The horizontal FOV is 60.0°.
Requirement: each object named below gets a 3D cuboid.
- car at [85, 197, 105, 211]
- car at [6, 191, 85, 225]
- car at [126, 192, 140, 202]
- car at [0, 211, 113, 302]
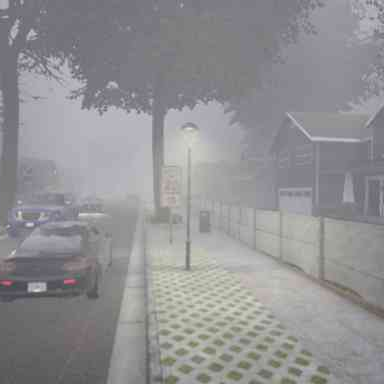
[{"bbox_3d":[-9.098,1.113,30.358,1.994,1.385,4.181,1,1,-8],"label":"car"},{"bbox_3d":[-7.089,0.968,16.496,2.150,2.045,5.566,1,1,-8],"label":"car"},{"bbox_3d":[-9.333,0.726,52.283,1.837,1.490,4.892,1,1,-8],"label":"car"},{"bbox_3d":[-2.970,1.427,7.956,1.812,1.442,4.674,1,1,-8],"label":"car"}]
